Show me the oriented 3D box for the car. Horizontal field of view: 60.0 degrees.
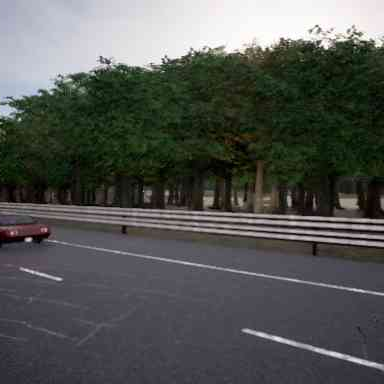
[{"bbox_3d":[-8.272,1.605,14.628,4.718,1.301,1.895,0,0,38],"label":"car"}]
